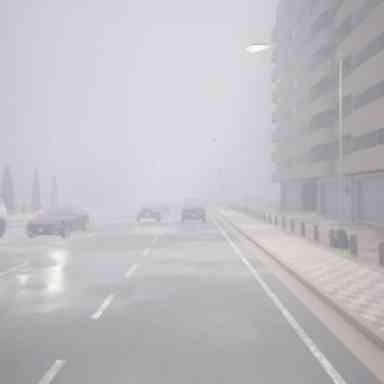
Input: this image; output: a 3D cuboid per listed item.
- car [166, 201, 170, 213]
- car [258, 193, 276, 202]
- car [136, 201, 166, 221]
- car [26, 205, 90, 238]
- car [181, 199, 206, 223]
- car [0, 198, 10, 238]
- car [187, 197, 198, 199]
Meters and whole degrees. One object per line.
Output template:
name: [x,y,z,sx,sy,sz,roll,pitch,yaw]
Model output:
car: [-3.436,1.674,37.235,1.895,1.301,4.718,0,0,0]
car: [20.821,1.632,90.477,3.806,1.475,1.970,0,0,0]
car: [-3.390,1.579,27.219,1.812,1.442,4.674,0,0,0]
car: [-7.059,1.512,18.017,1.882,1.535,5.008,0,0,0]
car: [0.113,1.529,26.163,1.882,1.535,5.008,0,0,0]
car: [-10.493,1.251,14.900,2.150,2.045,5.566,0,0,0]
car: [0.045,1.430,39.671,2.097,1.767,4.553,0,0,-1]
